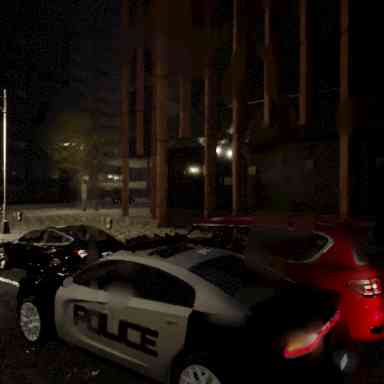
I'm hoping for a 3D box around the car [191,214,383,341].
[{"bbox_3d":[0.846,1.326,6.039,5.009,1.841,2.192,0,0,36],"label":"car"}]

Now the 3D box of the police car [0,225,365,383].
[{"bbox_3d":[-0.625,1.433,4.767,5.238,1.638,1.930,0,0,36],"label":"police car"}]

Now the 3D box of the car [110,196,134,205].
[{"bbox_3d":[-12.432,1.484,59.242,1.837,1.490,4.892,0,0,36],"label":"car"}]
